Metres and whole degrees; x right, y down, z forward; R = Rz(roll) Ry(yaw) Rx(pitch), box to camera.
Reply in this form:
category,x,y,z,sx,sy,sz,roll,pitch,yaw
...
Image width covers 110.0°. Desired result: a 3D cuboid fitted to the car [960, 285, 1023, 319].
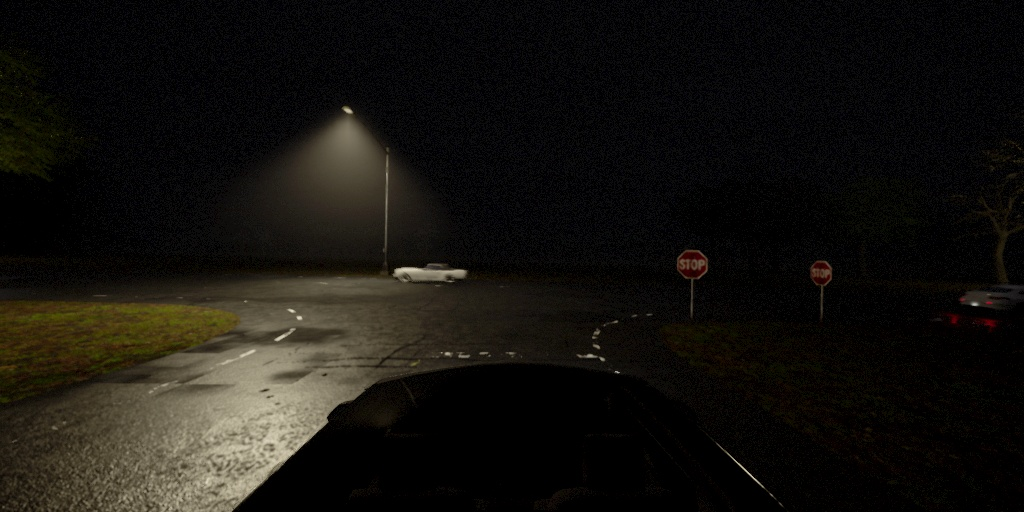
category,x,y,z,sx,sy,sz,roll,pitch,yaw
car,23.939,2.092,16.752,4.674,1.442,1.812,2,1,0

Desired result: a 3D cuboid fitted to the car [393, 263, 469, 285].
category,x,y,z,sx,sy,sz,roll,pitch,yaw
car,-5.317,1.131,23.813,4.718,1.301,1.895,1,1,0
